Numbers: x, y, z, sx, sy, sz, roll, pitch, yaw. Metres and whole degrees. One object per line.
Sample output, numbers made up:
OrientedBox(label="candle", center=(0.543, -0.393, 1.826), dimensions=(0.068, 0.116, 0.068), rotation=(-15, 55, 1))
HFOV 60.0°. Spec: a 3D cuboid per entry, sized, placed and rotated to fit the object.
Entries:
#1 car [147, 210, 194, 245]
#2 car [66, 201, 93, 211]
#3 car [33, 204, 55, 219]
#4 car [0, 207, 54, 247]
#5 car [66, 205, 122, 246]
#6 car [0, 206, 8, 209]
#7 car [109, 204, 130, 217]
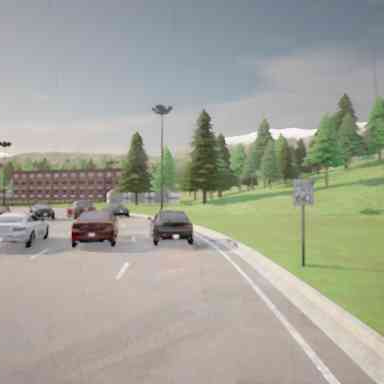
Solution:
OrientedBox(label="car", center=(-1.119, 1.665, 16.630), dimensions=(1.837, 1.490, 4.892), rotation=(0, 0, -10))
OrientedBox(label="car", center=(-10.940, 1.662, 32.751), dimensions=(2.097, 1.767, 4.553), rotation=(0, -1, -31))
OrientedBox(label="car", center=(-14.121, 1.824, 31.208), dimensions=(1.812, 1.442, 4.674), rotation=(0, 0, -32))
OrientedBox(label="car", center=(-8.047, 1.675, 15.516), dimensions=(1.812, 1.442, 4.674), rotation=(0, 0, -11))
OrientedBox(label="car", center=(-4.602, 1.633, 16.207), dimensions=(1.882, 1.535, 5.008), rotation=(0, 0, -10))
OrientedBox(label="car", center=(-16.954, 1.881, 29.161), dimensions=(1.895, 1.301, 4.718), rotation=(0, -1, -31))
OrientedBox(label="car", center=(-8.062, 1.894, 34.751), dimensions=(1.994, 1.385, 4.181), rotation=(0, -1, -32))
